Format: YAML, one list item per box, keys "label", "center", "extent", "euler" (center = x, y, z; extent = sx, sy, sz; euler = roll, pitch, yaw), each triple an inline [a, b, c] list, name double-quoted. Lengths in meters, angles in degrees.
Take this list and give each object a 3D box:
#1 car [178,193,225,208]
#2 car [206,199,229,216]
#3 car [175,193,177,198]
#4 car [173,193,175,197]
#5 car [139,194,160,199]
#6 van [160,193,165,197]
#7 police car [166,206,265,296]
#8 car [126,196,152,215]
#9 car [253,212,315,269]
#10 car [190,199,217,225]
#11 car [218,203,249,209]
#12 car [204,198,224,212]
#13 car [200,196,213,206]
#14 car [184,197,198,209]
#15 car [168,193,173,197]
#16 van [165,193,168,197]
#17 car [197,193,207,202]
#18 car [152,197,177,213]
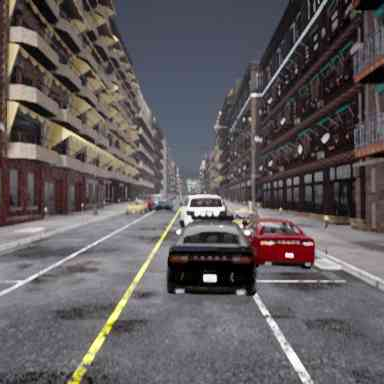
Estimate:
- label: "car"
  center: [0.517, 1.178, 18.575]
  extent: [2.150, 2.045, 5.566]
  euler: [0, 0, -4]
- label: "car"
  center: [2.487, 1.478, 33.063]
  extent: [1.887, 1.381, 4.507]
  euler: [1, 0, 0]
- label: "car"
  center: [-5.542, 1.498, 82.878]
  extent: [1.947, 1.339, 4.313]
  euler: [1, 0, 0]
- label: "car"
  center: [-5.503, 1.237, 71.816]
  extent: [2.192, 1.841, 5.009]
  euler: [1, 0, 0]
- label: "car"
  center: [-5.404, 1.241, 38.635]
  extent: [2.192, 1.841, 5.009]
  euler: [2, 0, 0]
- label: "van"
  center: [-5.437, 1.258, 49.693]
  extent: [1.690, 1.788, 3.998]
  euler: [2, 0, 0]
- label: "police car"
  center: [0.547, 1.402, 8.788]
  extent: [1.930, 1.638, 5.238]
  euler: [0, 0, 5]
- label: "car"
  center: [-5.392, 1.458, 32.933]
  extent: [1.752, 1.417, 4.829]
  euler: [2, 0, 0]
- label: "car"
  center: [2.552, 1.516, 10.941]
  extent: [1.887, 1.381, 4.507]
  euler: [1, 0, 0]
- label: "car"
  center: [0.752, 1.399, 24.798]
  extent: [1.801, 1.575, 5.366]
  euler: [0, 0, 0]
- label: "car"
  center: [2.536, 1.484, 16.643]
  extent: [1.752, 1.417, 4.829]
  euler: [1, 0, 0]
- label: "car"
  center: [2.470, 1.477, 38.595]
  extent: [2.008, 1.369, 4.403]
  euler: [1, 0, 0]
- label: "car"
  center: [2.422, 1.461, 55.187]
  extent: [1.887, 1.381, 4.507]
  euler: [1, 0, 0]
- label: "car"
  center: [-0.129, 1.424, 45.619]
  extent: [1.837, 1.490, 4.892]
  euler: [0, 0, 0]
- label: "car"
  center: [-5.486, 1.234, 66.286]
  extent: [2.192, 1.841, 5.009]
  euler: [1, 0, 0]
- label: "van"
  center: [-5.454, 1.257, 55.225]
  extent: [1.690, 1.788, 3.998]
  euler: [1, 0, 0]
- label: "car"
  center: [2.327, 1.241, 77.311]
  extent: [2.192, 1.841, 5.009]
  euler: [1, 0, 0]
- label: "car"
  center: [-2.956, 1.529, 36.339]
  extent: [1.895, 1.301, 4.718]
  euler: [0, 0, 0]
